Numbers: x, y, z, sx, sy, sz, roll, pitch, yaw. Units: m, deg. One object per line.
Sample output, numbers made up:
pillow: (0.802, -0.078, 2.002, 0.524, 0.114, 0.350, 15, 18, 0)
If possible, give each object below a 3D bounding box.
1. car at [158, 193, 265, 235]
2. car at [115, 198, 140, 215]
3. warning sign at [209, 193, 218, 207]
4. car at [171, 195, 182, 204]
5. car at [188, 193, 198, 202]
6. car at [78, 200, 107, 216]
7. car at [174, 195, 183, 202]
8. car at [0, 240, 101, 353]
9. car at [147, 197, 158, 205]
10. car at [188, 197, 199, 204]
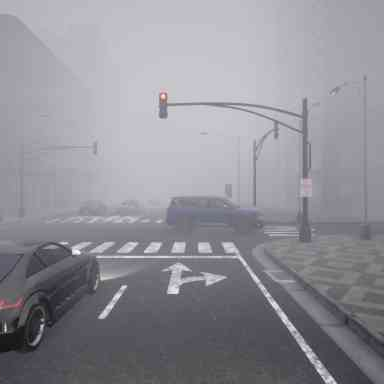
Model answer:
car: (1.215, 1.221, 18.626, 5.566, 2.045, 2.150, 0, 1, 14)
car: (-6.509, 1.594, 33.845, 1.895, 1.301, 4.718, 0, 0, 0)
warning sign: (2.975, 1.097, 46.286, 1.300, 1.860, 1.060, 0, 0, 0)
car: (-2.974, 1.442, 63.749, 1.882, 1.535, 5.008, 0, 0, 0)
car: (0.209, 1.182, 73.798, 2.150, 2.045, 5.566, 0, 0, 0)
car: (-9.763, 1.520, 32.978, 1.812, 1.442, 4.674, 0, 0, -2)
car: (-3.042, 1.457, 74.192, 1.837, 1.490, 4.892, 0, 0, 0)
car: (-3.133, 1.564, 6.139, 1.994, 1.385, 4.181, 0, 0, 0)
car: (-6.428, 1.572, 56.699, 1.895, 1.301, 4.718, 0, 0, 0)
car: (0.272, 1.567, 62.513, 1.895, 1.301, 4.718, 0, 0, 0)
